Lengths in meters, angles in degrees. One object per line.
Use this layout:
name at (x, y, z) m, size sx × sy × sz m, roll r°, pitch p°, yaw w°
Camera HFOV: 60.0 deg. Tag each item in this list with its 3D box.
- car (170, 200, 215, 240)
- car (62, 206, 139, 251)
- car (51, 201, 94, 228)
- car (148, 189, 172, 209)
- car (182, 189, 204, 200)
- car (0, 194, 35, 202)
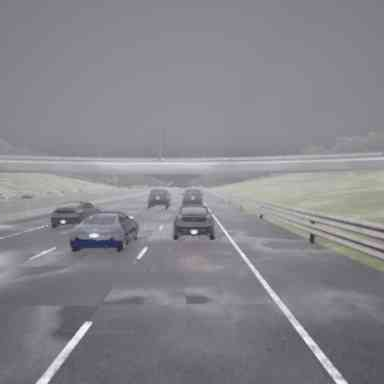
car at (0.086, 1.361, 16.251) m, size 1.837 × 1.490 × 4.892 m, roll 0°, pitch 1°, yaw 0°
car at (-3.408, 1.461, 13.591) m, size 1.994 × 1.385 × 4.181 m, roll 0°, pitch 1°, yaw 0°
car at (-6.913, 1.294, 20.257) m, size 1.837 × 1.490 × 4.892 m, roll 0°, pitch 1°, yaw 0°
car at (-3.438, 0.702, 35.802) m, size 2.150 × 2.045 × 5.566 m, roll 0°, pitch 1°, yaw 0°
car at (0.074, 0.701, 35.775) m, size 2.150 × 2.045 × 5.566 m, roll 0°, pitch 1°, yaw 0°
car at (-17.616, 1.008, 33.507) m, size 1.882 × 1.535 × 5.008 m, roll 0°, pitch 1°, yaw 0°
